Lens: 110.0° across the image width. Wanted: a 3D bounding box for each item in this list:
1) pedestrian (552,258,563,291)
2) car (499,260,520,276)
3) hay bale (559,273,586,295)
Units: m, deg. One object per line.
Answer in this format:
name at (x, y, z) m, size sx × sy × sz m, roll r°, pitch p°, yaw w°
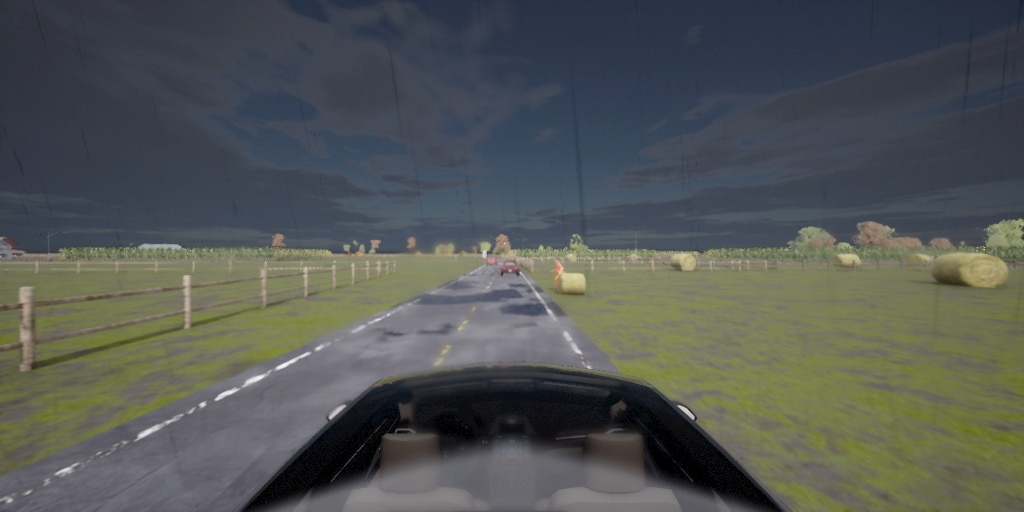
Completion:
pedestrian at (2.541, 1.003, 19.496) m, size 0.375 × 1.860 × 0.375 m, roll 0°, pitch 1°, yaw 2°
car at (-0.214, 1.192, 36.104) m, size 1.812 × 1.442 × 4.674 m, roll 0°, pitch 0°, yaw -1°
hay bale at (3.058, 1.367, 18.329) m, size 1.220 × 1.180 × 1.240 m, roll 0°, pitch 0°, yaw 0°
